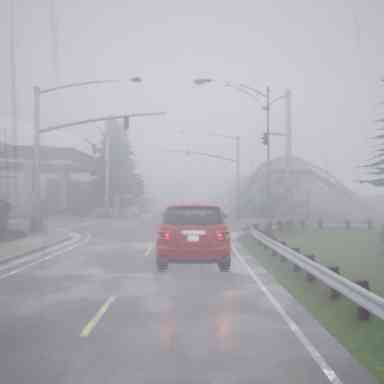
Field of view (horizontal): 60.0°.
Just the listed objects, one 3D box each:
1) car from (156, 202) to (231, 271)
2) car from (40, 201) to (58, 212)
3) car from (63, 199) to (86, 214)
[{"bbox_3d":[0.055,1.356,11.485,2.150,2.045,5.566,0,-1,0],"label":"car"},{"bbox_3d":[-20.265,2.018,45.884,2.242,1.667,4.611,0,-1,-1],"label":"car"},{"bbox_3d":[-14.555,1.801,41.612,1.905,1.878,3.866,0,-1,-1],"label":"car"}]
